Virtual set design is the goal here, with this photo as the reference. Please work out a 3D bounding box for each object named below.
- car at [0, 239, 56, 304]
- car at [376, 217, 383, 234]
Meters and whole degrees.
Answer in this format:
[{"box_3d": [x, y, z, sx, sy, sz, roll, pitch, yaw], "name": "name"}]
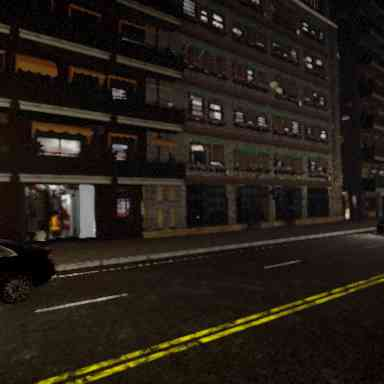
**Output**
[{"box_3d": [-5.678, 1.821, 7.474, 4.902, 1.511, 2.128, 1, -2, -37], "name": "car"}, {"box_3d": [14.755, 2.151, 23.407, 4.892, 1.490, 1.837, 2, -3, -39], "name": "car"}]
